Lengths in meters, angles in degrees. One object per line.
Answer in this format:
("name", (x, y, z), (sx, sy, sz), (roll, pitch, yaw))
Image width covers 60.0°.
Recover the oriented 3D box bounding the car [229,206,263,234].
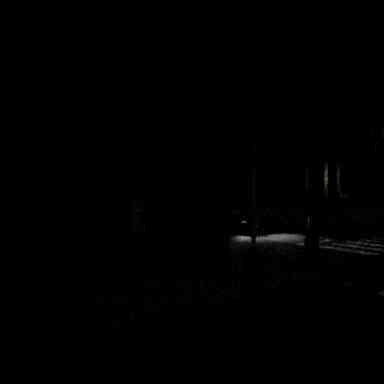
("car", (2.112, 1.583, 19.876), (1.812, 1.442, 4.674), (0, 0, -36))
